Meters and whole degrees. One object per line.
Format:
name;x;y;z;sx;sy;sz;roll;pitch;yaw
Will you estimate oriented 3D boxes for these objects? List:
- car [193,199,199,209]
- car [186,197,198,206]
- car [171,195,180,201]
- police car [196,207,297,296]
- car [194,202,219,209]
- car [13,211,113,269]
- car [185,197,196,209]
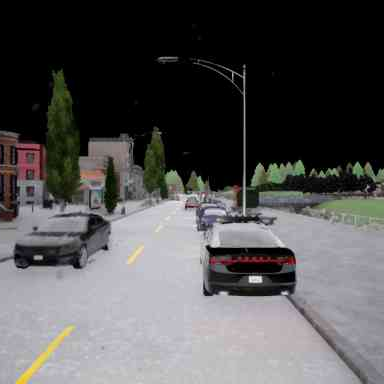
car;1.201;1.505;24.660;1.837;1.490;4.892;0;0;0
car;0.004;1.547;56.870;2.033;1.411;5.357;0;0;0
car;-3.994;1.491;80.195;2.128;1.511;4.902;0;0;0
police car;1.183;1.425;8.773;1.930;1.638;5.238;0;0;0
car;1.202;1.526;18.660;1.812;1.442;4.674;0;0;0
car;-4.099;1.477;11.360;1.882;1.535;5.008;0;0;0
car;0.033;1.564;44.569;1.994;1.385;4.181;0;0;0
